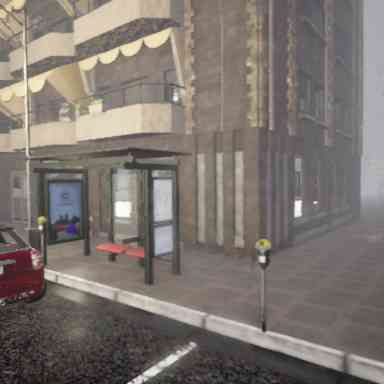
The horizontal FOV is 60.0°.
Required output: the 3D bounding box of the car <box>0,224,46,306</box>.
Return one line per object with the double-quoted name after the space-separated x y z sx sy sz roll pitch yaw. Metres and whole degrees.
-4.670 1.264 6.419 4.097 1.590 1.967 1 2 37 "car"
